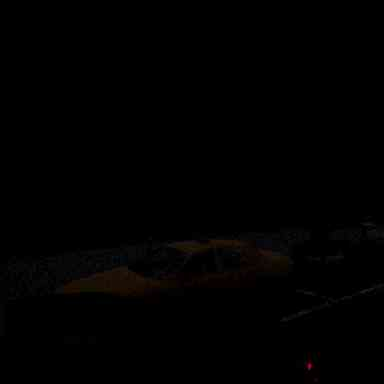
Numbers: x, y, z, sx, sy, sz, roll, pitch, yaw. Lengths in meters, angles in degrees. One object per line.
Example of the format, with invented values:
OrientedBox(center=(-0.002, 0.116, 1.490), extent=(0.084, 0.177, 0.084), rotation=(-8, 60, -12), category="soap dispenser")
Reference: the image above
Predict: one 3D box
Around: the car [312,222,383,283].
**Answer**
OrientedBox(center=(4.472, 1.525, 9.381), extent=(4.206, 1.307, 1.802), rotation=(0, 0, -36), category="car")

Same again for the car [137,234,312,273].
OrientedBox(center=(-0.073, 1.504, 6.139), extent=(4.829, 1.417, 1.752), rotation=(0, 0, -36), category="car")

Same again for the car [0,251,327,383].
OrientedBox(center=(-1.360, 1.547, 2.106), extent=(5.357, 1.411, 2.033), rotation=(0, 0, -35), category="car")
